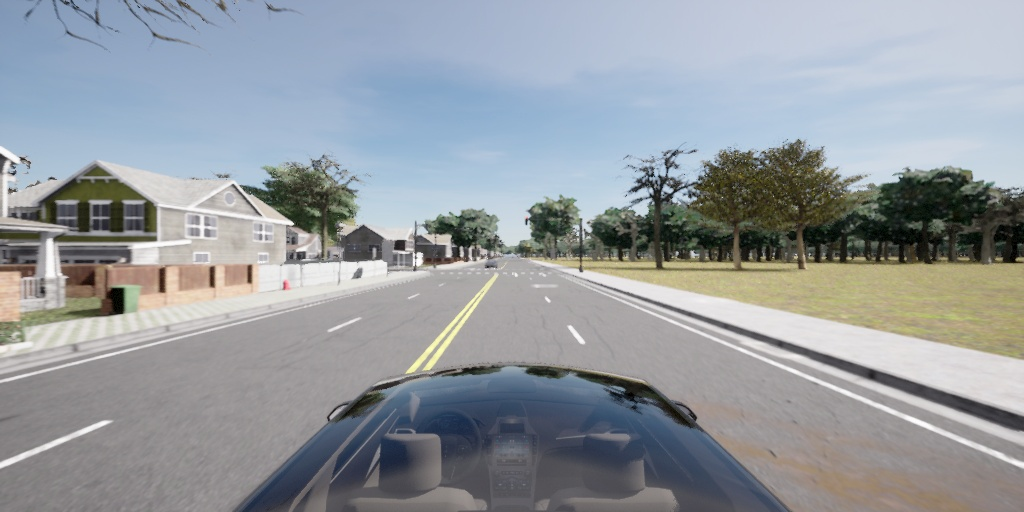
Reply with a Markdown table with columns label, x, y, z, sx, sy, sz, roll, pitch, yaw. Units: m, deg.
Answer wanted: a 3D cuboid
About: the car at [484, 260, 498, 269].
| label | x | y | z | sx | sy | sz | roll | pitch | yaw |
| --- | --- | --- | --- | --- | --- | --- | --- | --- | --- |
| car | -3.236 | 1.314 | 56.443 | 1.994 | 1.385 | 4.181 | 0 | 1 | 0 |
